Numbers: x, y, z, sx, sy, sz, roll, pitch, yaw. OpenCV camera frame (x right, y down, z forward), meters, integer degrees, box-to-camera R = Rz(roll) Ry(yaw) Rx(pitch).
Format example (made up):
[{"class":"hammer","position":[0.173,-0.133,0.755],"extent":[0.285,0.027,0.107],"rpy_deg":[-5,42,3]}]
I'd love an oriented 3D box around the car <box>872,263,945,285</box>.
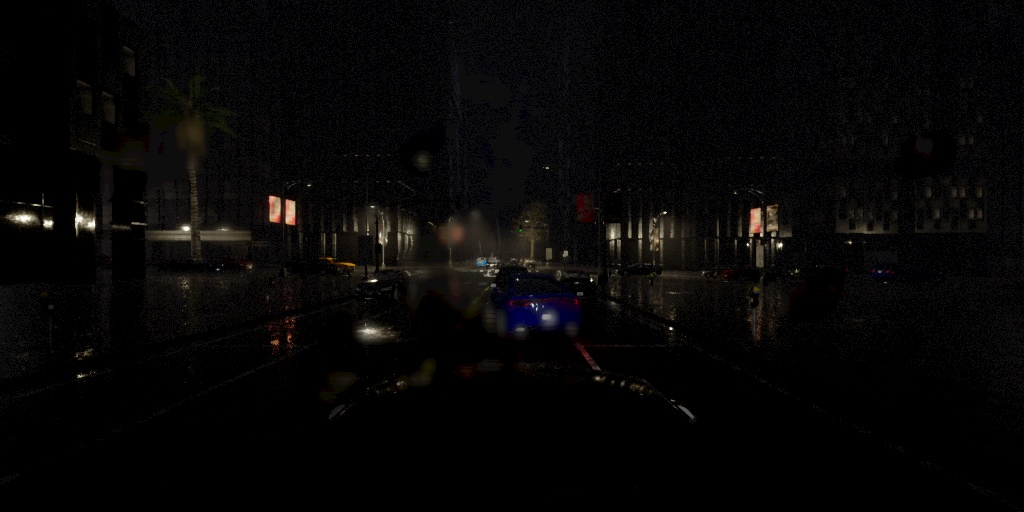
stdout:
[{"class":"car","position":[38.938,1.730,35.347],"extent":[5.566,2.045,2.150],"rpy_deg":[1,0,0]}]

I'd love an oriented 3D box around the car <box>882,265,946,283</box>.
[{"class":"car","position":[43.369,1.953,38.738],"extent":[4.553,1.767,2.097],"rpy_deg":[1,0,1]}]

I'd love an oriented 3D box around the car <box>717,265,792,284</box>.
[{"class":"car","position":[21.639,1.651,32.153],"extent":[5.008,1.535,1.882],"rpy_deg":[1,0,0]}]

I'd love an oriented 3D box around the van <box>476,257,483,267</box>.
[{"class":"van","position":[-5.546,1.113,64.505],"extent":[1.690,1.789,3.998],"rpy_deg":[0,0,0]}]

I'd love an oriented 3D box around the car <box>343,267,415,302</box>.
[{"class":"car","position":[-5.768,1.302,16.737],"extent":[2.007,1.370,4.403],"rpy_deg":[0,0,0]}]

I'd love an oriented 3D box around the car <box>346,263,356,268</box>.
[{"class":"car","position":[-18.096,0.937,35.511],"extent":[5.008,1.535,1.882],"rpy_deg":[1,0,0]}]

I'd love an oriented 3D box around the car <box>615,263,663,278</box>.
[{"class":"car","position":[13.731,1.531,38.851],"extent":[4.902,1.511,2.128],"rpy_deg":[1,0,-1]}]

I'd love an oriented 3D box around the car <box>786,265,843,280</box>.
[{"class":"car","position":[35.396,1.933,42.043],"extent":[5.008,1.535,1.882],"rpy_deg":[1,0,0]}]

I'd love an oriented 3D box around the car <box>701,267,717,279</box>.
[{"class":"car","position":[23.150,1.707,38.839],"extent":[4.902,1.511,2.128],"rpy_deg":[1,0,0]}]

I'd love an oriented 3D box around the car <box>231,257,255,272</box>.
[{"class":"car","position":[-28.163,0.808,35.538],"extent":[4.674,1.442,1.812],"rpy_deg":[1,0,0]}]

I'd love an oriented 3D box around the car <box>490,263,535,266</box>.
[{"class":"car","position":[0.061,1.257,17.946],"extent":[1.837,1.490,4.892],"rpy_deg":[0,0,0]}]

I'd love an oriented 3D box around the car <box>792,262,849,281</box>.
[{"class":"car","position":[33.073,1.626,38.801],"extent":[5.566,2.045,2.150],"rpy_deg":[1,0,0]}]

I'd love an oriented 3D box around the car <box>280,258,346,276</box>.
[{"class":"car","position":[-18.097,0.930,32.267],"extent":[5.008,1.535,1.882],"rpy_deg":[1,0,1]}]

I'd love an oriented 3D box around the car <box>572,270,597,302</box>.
[{"class":"car","position":[2.757,1.302,16.737],"extent":[2.007,1.370,4.403],"rpy_deg":[0,0,0]}]

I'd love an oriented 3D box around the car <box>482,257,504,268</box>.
[{"class":"car","position":[-2.928,1.259,56.103],"extent":[2.128,1.511,4.902],"rpy_deg":[0,0,2]}]

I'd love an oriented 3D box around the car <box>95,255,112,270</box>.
[{"class":"car","position":[-40.964,0.591,35.591],"extent":[4.674,1.442,1.812],"rpy_deg":[1,0,0]}]

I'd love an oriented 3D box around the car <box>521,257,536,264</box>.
[{"class":"car","position":[2.931,1.319,58.920],"extent":[2.007,1.370,4.403],"rpy_deg":[0,0,0]}]

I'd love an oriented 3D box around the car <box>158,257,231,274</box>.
[{"class":"car","position":[-28.666,0.868,32.285],"extent":[4.718,1.301,1.895],"rpy_deg":[1,0,0]}]

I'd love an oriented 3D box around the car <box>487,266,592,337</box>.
[{"class":"car","position":[0.458,1.228,10.457],"extent":[1.882,1.535,5.008],"rpy_deg":[0,0,-8]}]
